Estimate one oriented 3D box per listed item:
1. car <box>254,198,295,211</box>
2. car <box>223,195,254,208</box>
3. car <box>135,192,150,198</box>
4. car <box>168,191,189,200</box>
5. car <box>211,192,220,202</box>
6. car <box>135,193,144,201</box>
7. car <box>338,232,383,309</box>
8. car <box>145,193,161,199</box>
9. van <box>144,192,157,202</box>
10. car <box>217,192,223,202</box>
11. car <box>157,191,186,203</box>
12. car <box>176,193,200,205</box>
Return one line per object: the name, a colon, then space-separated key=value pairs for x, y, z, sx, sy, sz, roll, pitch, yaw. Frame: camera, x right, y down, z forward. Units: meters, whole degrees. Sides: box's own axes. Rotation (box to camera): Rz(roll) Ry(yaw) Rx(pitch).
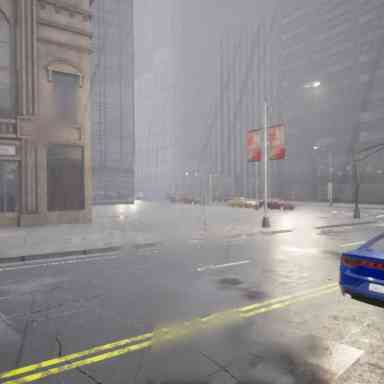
car: x=9.688 y=1.404 z=38.142 sx=1.887 sy=1.381 sz=4.507 roll=0 pitch=1 yaw=-35
car: x=6.533 y=1.341 z=42.592 sx=1.752 sy=1.417 sz=4.829 roll=0 pitch=1 yaw=-35
car: x=-12.632 y=0.837 z=84.366 sx=1.887 sy=1.381 sz=4.507 roll=0 pitch=1 yaw=-35
car: x=-2.873 y=0.776 z=70.599 sx=2.192 sy=1.841 sz=5.009 roll=0 pitch=1 yaw=-35
car: x=3.633 y=0.882 z=61.423 sx=2.192 sy=1.841 sz=5.009 roll=0 pitch=1 yaw=-35
car: x=-9.831 y=1.113 z=65.674 sx=2.008 sy=1.369 sz=4.403 roll=0 pitch=1 yaw=-35
car: x=5.157 y=1.477 z=7.038 sx=5.008 sy=1.535 sz=1.882 roll=0 pitch=0 yaw=-35
car: x=-9.379 y=0.931 z=79.778 sx=1.802 sy=1.307 sz=4.206 roll=0 pitch=1 yaw=-35
van: x=-6.577 y=0.957 z=61.084 sx=1.690 sy=1.788 sz=3.998 roll=0 pitch=1 yaw=-35
car: x=6.885 y=1.183 z=56.836 sx=1.947 sy=1.339 sz=4.313 roll=0 pitch=1 yaw=-35
car: x=-3.324 y=0.983 z=56.495 sx=2.192 sy=1.841 sz=5.009 roll=0 pitch=1 yaw=-35
car: x=-0.071 y=1.263 z=51.908 sx=1.887 sy=1.381 sz=4.507 roll=0 pitch=1 yaw=-35
